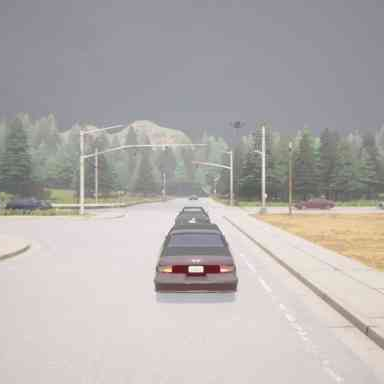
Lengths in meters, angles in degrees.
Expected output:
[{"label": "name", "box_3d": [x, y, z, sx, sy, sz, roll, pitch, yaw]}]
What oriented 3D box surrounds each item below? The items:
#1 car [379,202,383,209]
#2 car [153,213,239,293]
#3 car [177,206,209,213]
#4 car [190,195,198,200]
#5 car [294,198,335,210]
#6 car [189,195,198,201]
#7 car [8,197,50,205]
[{"label": "car", "box_3d": [25.041, 1.404, 39.989, 4.674, 1.442, 1.812, 0, 0, 1]}, {"label": "car", "box_3d": [0.084, 1.537, 8.947, 2.033, 1.411, 5.357, 0, 0, 0]}, {"label": "car", "box_3d": [0.066, 1.533, 19.554, 1.994, 1.385, 4.181, 0, 0, 1]}, {"label": "car", "box_3d": [0.624, 1.409, 91.817, 1.994, 1.385, 4.181, 0, 0, 2]}, {"label": "car", "box_3d": [14.762, 1.440, 40.184, 4.674, 1.442, 1.812, 0, 0, 1]}, {"label": "car", "box_3d": [0.258, 1.468, 81.837, 1.895, 1.301, 4.718, 0, 0, 2]}, {"label": "car", "box_3d": [-18.042, 1.387, 37.115, 4.553, 1.767, 2.097, 0, 0, 1]}]
